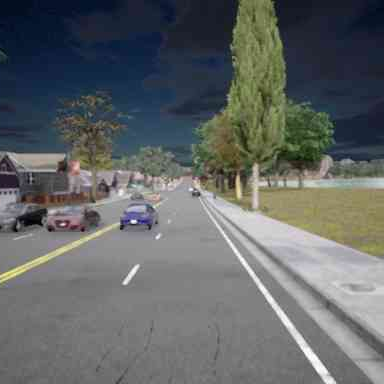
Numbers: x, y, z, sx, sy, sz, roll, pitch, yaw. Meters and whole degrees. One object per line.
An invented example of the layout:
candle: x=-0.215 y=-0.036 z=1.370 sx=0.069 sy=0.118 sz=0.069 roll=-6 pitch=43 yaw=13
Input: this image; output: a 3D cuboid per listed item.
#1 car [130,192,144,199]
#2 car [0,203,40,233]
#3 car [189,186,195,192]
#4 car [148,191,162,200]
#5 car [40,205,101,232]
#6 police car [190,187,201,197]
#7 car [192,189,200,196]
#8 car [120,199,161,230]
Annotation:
car: x=-9.788 y=0.813 z=59.394 sx=1.837 sy=1.490 sz=4.892 roll=0 pitch=1 yaw=1
car: x=-9.847 y=1.384 z=18.853 sx=2.128 sy=1.511 sz=4.902 roll=0 pitch=0 yaw=0
car: x=0.979 y=-0.262 z=90.268 sx=2.097 sy=1.767 sz=4.553 roll=0 pitch=2 yaw=0
car: x=-6.541 y=0.658 z=59.489 sx=2.097 sy=1.767 sz=4.553 roll=0 pitch=1 yaw=1
car: x=-6.596 y=1.456 z=18.941 sx=1.994 sy=1.385 sz=4.181 roll=0 pitch=0 yaw=0
police car: x=0.980 y=0.293 z=74.415 sx=1.930 sy=1.638 sz=5.238 roll=0 pitch=2 yaw=0
car: x=0.980 y=0.065 z=84.304 sx=1.837 sy=1.490 sz=4.892 roll=0 pitch=2 yaw=0
car: x=-3.147 y=1.407 z=20.236 sx=1.812 sy=1.442 sz=4.674 roll=0 pitch=0 yaw=0
